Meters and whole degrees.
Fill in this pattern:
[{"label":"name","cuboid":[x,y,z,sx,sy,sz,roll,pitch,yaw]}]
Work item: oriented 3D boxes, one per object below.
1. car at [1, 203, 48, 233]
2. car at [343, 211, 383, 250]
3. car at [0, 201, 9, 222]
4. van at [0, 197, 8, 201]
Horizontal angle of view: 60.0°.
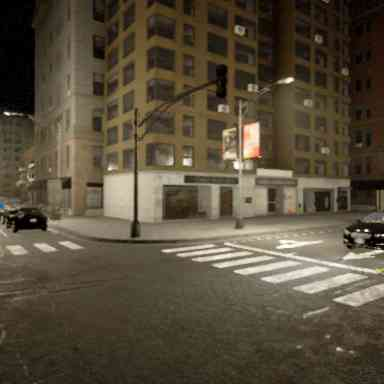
[{"label":"car","cuboid":[-9.822,1.589,19.770,1.947,1.339,4.313,0,0,-35]},{"label":"car","cuboid":[8.028,1.509,13.398,4.902,1.511,2.128,0,0,-35]},{"label":"car","cuboid":[-13.089,1.574,24.395,2.008,1.369,4.403,0,0,-35]},{"label":"van","cuboid":[-19.622,1.365,33.644,1.690,1.788,3.998,0,0,-35]}]
